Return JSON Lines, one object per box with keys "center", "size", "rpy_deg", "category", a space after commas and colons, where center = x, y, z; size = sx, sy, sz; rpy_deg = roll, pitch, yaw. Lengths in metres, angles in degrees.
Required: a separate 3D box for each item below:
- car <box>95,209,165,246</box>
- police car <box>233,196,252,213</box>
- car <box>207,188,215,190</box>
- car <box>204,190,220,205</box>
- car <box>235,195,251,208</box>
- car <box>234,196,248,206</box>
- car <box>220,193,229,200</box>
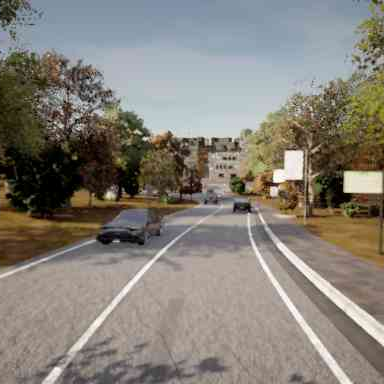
{"center": [-2.562, 1.480, 15.257], "size": [2.033, 1.411, 5.357], "rpy_deg": [1, 0, 7], "category": "car"}
{"center": [5.582, 1.400, 36.962], "size": [1.930, 1.638, 5.238], "rpy_deg": [1, 0, 10], "category": "police car"}
{"center": [4.927, -0.377, 88.422], "size": [1.837, 1.490, 4.892], "rpy_deg": [1, 5, 7], "category": "car"}
{"center": [3.217, 1.089, 56.065], "size": [2.150, 2.045, 5.566], "rpy_deg": [0, 0, 4], "category": "car"}
{"center": [7.079, 1.301, 46.867], "size": [2.097, 1.767, 4.553], "rpy_deg": [1, 0, 7], "category": "car"}
{"center": [7.690, 1.403, 53.014], "size": [1.882, 1.535, 5.008], "rpy_deg": [1, 0, 4], "category": "car"}
{"center": [6.765, 0.848, 72.005], "size": [1.812, 1.442, 4.674], "rpy_deg": [0, 3, -5], "category": "car"}
